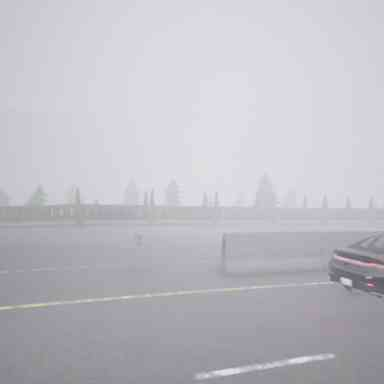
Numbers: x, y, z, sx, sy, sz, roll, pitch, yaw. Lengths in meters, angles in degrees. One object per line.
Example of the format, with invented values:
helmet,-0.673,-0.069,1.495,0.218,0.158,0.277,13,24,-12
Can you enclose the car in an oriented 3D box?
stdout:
car,5.486,1.702,7.604,4.902,1.511,2.128,2,-1,-18
